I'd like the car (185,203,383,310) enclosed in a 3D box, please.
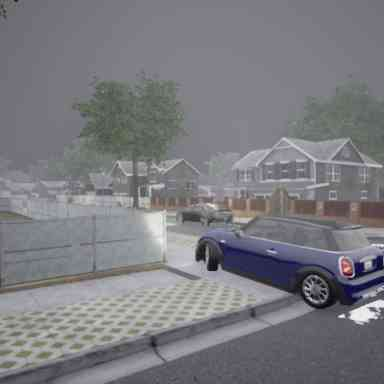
[{"bbox_3d":[2.133,1.318,8.192,2.097,1.767,4.553,1,3,-40],"label":"car"}]

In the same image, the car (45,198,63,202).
[{"bbox_3d":[-19.313,1.589,46.382,2.128,1.511,4.902,0,0,-36],"label":"car"}]

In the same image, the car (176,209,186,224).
[{"bbox_3d":[0.745,1.522,23.024,2.128,1.511,4.902,0,0,-35],"label":"car"}]
